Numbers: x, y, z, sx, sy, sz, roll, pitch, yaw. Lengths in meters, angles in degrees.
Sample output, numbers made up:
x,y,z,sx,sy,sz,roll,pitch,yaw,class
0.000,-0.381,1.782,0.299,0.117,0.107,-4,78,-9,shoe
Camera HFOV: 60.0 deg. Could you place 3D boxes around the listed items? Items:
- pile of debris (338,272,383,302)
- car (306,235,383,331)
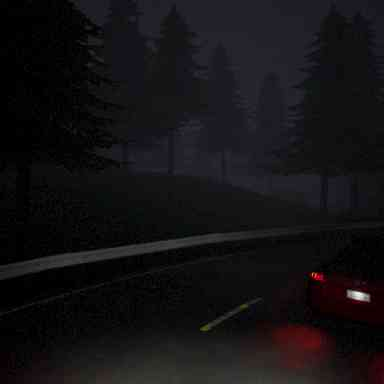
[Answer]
x,y,z,sx,sy,sz,roll,pitch,yaw,class
4.519,2.185,7.597,1.860,0.140,1.500,0,0,-40,pile of debris
3.953,1.568,6.587,1.994,1.385,4.181,1,1,44,car
